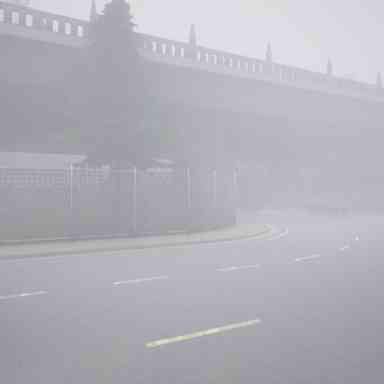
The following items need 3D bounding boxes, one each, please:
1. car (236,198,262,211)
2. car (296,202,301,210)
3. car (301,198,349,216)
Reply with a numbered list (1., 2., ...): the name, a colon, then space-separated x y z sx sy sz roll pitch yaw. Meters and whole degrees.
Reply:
1. car: 6.662 1.487 41.179 2.128 1.511 4.902 0 0 -23
2. car: 14.623 1.499 40.148 1.837 1.490 4.892 0 0 -19
3. car: 13.301 1.596 33.156 1.895 1.301 4.718 0 0 -14
